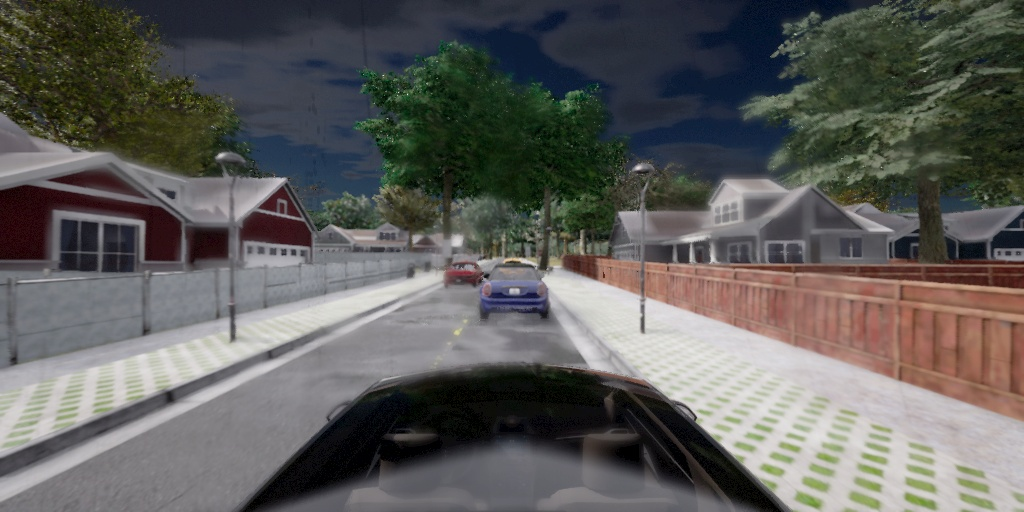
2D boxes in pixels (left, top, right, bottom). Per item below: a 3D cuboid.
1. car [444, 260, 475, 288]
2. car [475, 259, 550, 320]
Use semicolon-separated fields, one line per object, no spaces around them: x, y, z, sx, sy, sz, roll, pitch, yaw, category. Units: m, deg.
-2.863;1.036;21.733;1.882;1.535;5.008;0;1;0;car
0.078;1.002;12.319;2.097;1.767;4.553;0;0;0;car
